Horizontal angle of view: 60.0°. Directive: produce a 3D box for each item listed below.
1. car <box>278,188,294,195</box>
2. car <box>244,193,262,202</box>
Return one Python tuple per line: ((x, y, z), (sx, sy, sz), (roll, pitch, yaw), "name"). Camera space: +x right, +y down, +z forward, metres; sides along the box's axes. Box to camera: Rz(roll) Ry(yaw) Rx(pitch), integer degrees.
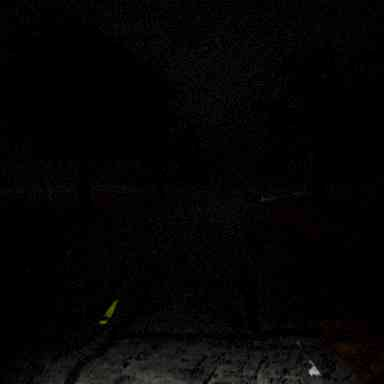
((19.129, -0.075, 67.303), (1.895, 1.301, 4.718), (0, 2, 36), "car")
((9.062, 0.725, 49.046), (1.895, 1.301, 4.718), (0, 3, 23), "car")
